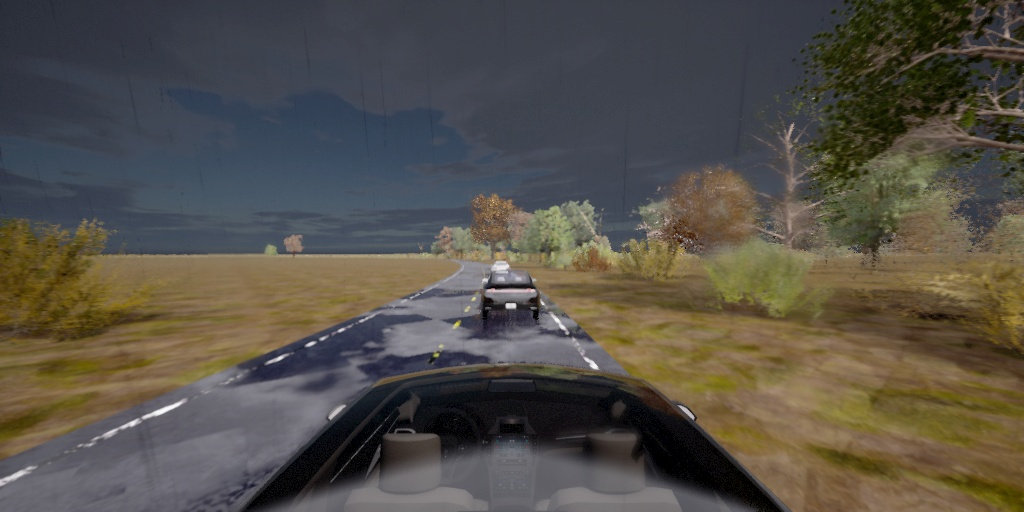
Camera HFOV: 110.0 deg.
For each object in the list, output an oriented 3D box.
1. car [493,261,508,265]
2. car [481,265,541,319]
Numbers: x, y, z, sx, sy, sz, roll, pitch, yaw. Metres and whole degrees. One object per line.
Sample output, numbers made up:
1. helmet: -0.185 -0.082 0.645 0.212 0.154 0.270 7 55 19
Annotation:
1. car: -1.104 1.241 34.675 1.812 1.442 4.674 0 0 -4
2. car: -0.079 1.229 12.796 2.128 1.511 4.902 0 0 -1
